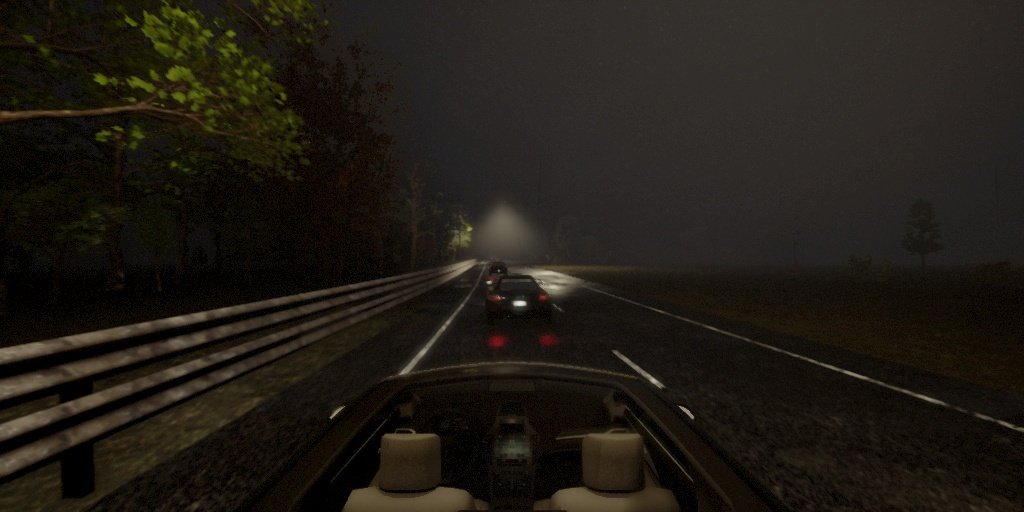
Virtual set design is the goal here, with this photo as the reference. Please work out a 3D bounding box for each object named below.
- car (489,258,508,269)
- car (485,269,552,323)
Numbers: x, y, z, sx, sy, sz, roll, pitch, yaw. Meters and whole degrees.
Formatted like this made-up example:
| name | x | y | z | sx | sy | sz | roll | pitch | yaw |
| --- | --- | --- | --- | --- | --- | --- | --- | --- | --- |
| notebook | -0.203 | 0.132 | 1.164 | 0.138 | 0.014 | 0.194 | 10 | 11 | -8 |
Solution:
| name | x | y | z | sx | sy | sz | roll | pitch | yaw |
| --- | --- | --- | --- | --- | --- | --- | --- | --- | --- |
| car | -1.393 | 1.229 | 36.648 | 1.812 | 1.442 | 4.674 | 0 | 0 | -3 |
| car | 0.109 | 1.305 | 12.041 | 1.994 | 1.385 | 4.181 | 0 | 0 | -3 |
